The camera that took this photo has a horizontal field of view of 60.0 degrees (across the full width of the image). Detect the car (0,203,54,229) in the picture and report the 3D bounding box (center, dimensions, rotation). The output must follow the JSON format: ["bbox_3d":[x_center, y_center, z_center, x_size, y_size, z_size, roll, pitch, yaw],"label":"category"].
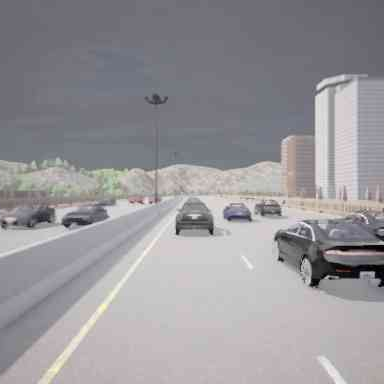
[{"bbox_3d":[-10.561,1.503,21.751,2.128,1.511,4.902,0,0,0],"label":"car"}]

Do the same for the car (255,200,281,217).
[{"bbox_3d":[7.154,1.535,31.758,2.128,1.511,4.902,0,0,0],"label":"car"}]

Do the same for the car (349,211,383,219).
[{"bbox_3d":[7.123,1.504,13.509,2.128,1.511,4.902,0,0,0],"label":"car"}]

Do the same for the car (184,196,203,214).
[{"bbox_3d":[0.165,1.407,37.581,2.097,1.767,4.553,0,0,0],"label":"car"}]

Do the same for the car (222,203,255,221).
[{"bbox_3d":[3.647,1.596,27.474,1.994,1.385,4.181,0,0,0],"label":"car"}]

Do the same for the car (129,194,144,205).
[{"bbox_3d":[-10.410,1.376,62.831,2.150,2.045,5.566,0,0,1],"label":"car"}]

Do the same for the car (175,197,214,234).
[{"bbox_3d":[0.133,1.366,19.609,2.097,1.767,4.553,0,0,0],"label":"car"}]

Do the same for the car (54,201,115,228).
[{"bbox_3d":[-7.062,1.563,22.571,2.033,1.411,5.357,0,0,0],"label":"car"}]

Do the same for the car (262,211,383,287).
[{"bbox_3d":[3.620,1.497,9.287,2.128,1.511,4.902,0,0,0],"label":"car"}]

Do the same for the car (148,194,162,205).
[{"bbox_3d":[-6.906,1.387,63.236,2.150,2.045,5.566,0,0,1],"label":"car"}]

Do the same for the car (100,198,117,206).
[{"bbox_3d":[-13.942,1.651,55.322,2.033,1.411,5.357,0,0,1],"label":"car"}]
